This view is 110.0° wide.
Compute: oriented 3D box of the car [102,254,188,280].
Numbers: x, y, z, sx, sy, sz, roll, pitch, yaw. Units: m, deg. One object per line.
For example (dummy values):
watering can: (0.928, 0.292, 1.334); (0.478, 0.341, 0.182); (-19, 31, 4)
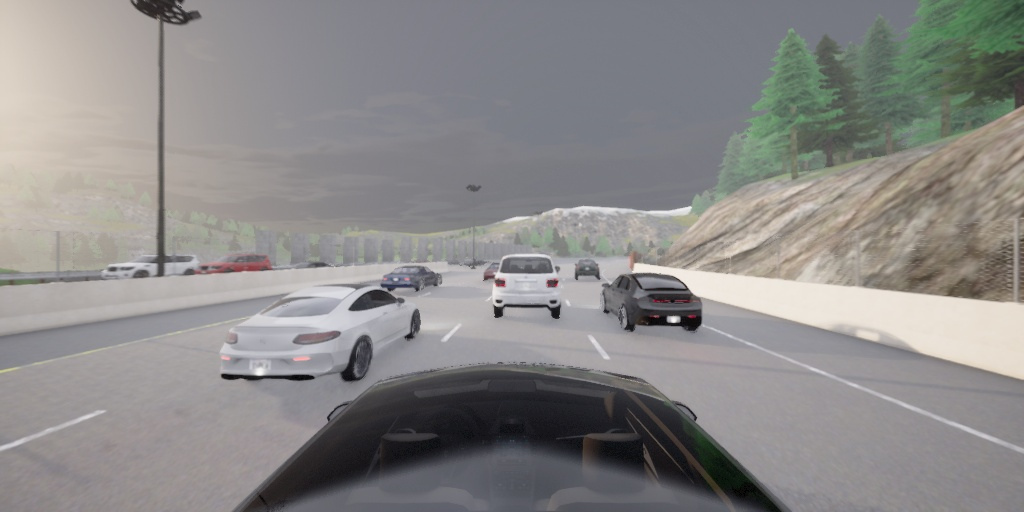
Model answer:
car: (-26.312, 0.864, 26.599); (2.150, 2.045, 5.566); (0, 0, 8)

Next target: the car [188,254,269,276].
car: (-22.416, 0.866, 29.247); (2.150, 2.045, 5.566); (0, 0, 9)

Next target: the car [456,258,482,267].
car: (-7.337, 1.142, 61.485); (1.812, 1.442, 4.674); (0, 0, 19)

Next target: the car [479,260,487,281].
car: (-0.961, 1.260, 29.101); (1.994, 1.385, 4.181); (0, 0, 10)

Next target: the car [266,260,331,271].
car: (-15.629, 1.169, 27.175); (1.837, 1.490, 4.892); (0, 0, 8)

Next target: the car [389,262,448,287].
car: (-5.698, 1.247, 20.955); (2.033, 1.411, 5.357); (0, 0, 7)

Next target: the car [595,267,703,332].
car: (3.973, 1.247, 10.909); (1.837, 1.490, 4.892); (0, 0, 3)

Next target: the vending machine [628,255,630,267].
vending machine: (20.204, 0.882, 60.710); (1.100, 2.100, 0.880); (0, 0, 22)

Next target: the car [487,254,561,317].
car: (0.599, 0.951, 13.189); (2.150, 2.045, 5.566); (0, 0, 4)

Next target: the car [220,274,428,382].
car: (-3.237, 1.258, 7.014); (1.812, 1.442, 4.674); (0, 0, 2)

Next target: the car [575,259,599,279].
car: (6.689, 1.061, 32.057); (2.097, 1.767, 4.553); (0, 0, 11)
